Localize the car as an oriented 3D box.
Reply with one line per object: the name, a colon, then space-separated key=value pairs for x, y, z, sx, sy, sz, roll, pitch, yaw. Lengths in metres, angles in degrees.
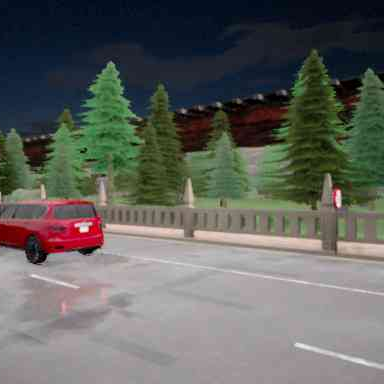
car: x=-5.621 y=1.291 z=12.213 sx=5.566 sy=2.045 sz=2.150 roll=0 pitch=0 yaw=36
